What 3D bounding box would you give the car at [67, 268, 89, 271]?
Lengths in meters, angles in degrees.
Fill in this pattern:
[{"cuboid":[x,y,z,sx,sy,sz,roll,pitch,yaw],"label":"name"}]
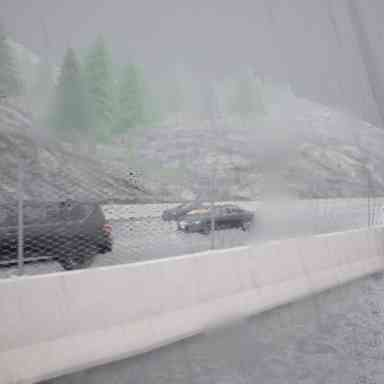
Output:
[{"cuboid":[-4.954,1.243,9.119,5.566,2.045,2.150,0,0,-36],"label":"car"}]
